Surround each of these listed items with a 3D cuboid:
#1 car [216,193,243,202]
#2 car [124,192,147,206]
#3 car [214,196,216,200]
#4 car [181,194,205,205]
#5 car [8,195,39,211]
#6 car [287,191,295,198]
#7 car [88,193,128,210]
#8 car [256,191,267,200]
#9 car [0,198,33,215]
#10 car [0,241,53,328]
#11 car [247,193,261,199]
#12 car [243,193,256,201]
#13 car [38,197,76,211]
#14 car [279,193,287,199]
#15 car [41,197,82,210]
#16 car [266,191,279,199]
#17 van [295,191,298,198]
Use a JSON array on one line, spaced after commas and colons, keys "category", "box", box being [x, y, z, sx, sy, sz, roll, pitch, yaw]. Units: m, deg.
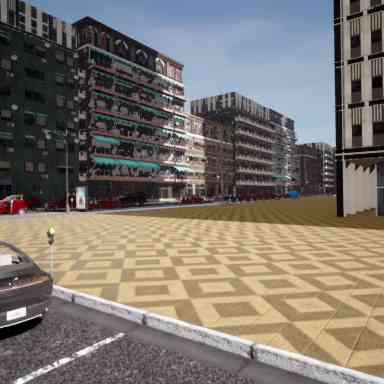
[{"category": "car", "box": [6.693, 1.093, 59.221, 2.008, 1.369, 4.403, -1, 0, 36]}, {"category": "car", "box": [-8.921, 0.985, 47.602, 2.150, 2.045, 5.566, -1, 0, 36]}, {"category": "car", "box": [6.417, 1.029, 73.091, 1.967, 1.590, 4.097, -1, 0, 36]}, {"category": "car", "box": [0.191, 1.062, 50.279, 1.967, 1.590, 4.097, -1, 0, 36]}, {"category": "car", "box": [-19.589, 1.228, 37.326, 2.192, 1.841, 5.009, -1, 0, 36]}, {"category": "car", "box": [22.947, 0.932, 81.574, 1.802, 1.307, 4.206, -1, 0, 36]}, {"category": "car", "box": [-9.560, 1.186, 36.867, 1.967, 1.590, 4.097, -1, 0, 36]}, {"category": "car", "box": [13.195, 1.046, 68.162, 1.802, 1.307, 4.206, -1, 0, 36]}, {"category": "car", "box": [-16.060, 1.413, 27.926, 1.802, 1.307, 4.206, -1, 0, 36]}, {"category": "car", "box": [-4.341, 1.553, 6.159, 4.403, 1.369, 2.008, 0, -1, 36]}, {"category": "car", "box": [16.170, 1.040, 86.503, 1.947, 1.339, 4.313, -1, 0, 36]}, {"category": "car", "box": [9.944, 1.048, 63.691, 1.887, 1.381, 4.507, -1, 0, 36]}, {"category": "car", "box": [-15.064, 1.368, 39.154, 1.812, 1.442, 4.674, -1, 0, 36]}, {"category": "car", "box": [19.695, 0.938, 77.103, 2.008, 1.369, 4.403, -1, 0, 36]}, {"category": "car", "box": [-16.336, 1.415, 41.797, 1.887, 1.381, 4.507, -1, 0, 36]}, {"category": "car", "box": [16.442, 0.740, 72.632, 2.192, 1.841, 5.009, -1, 0, 36]}, {"category": "van", "box": [26.195, 0.654, 86.045, 1.690, 1.788, 3.998, -1, 0, 36]}]
